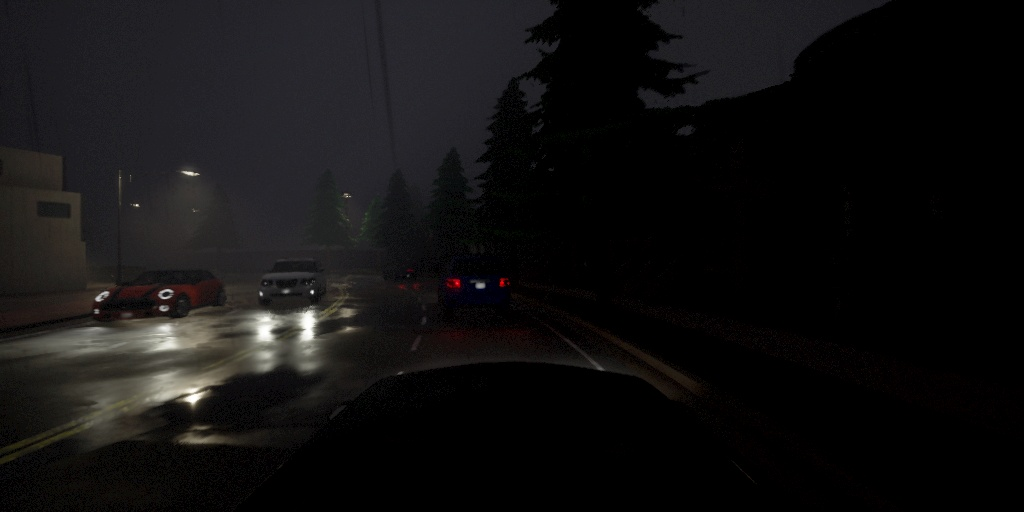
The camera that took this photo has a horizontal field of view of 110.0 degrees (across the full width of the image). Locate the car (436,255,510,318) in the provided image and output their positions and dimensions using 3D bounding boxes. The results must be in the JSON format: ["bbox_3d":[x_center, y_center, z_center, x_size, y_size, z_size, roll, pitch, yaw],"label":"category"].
[{"bbox_3d":[-1.589,1.005,13.505,2.150,2.045,5.566,0,0,-14],"label":"car"}]

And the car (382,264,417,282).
[{"bbox_3d":[-9.677,1.388,30.635,2.128,1.511,4.902,0,0,-35],"label":"car"}]

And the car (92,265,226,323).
[{"bbox_3d":[-12.632,1.257,13.212,2.097,1.767,4.553,-1,0,-19],"label":"car"}]

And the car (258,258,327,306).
[{"bbox_3d":[-10.283,1.106,17.221,2.150,2.045,5.566,0,0,-22],"label":"car"}]
